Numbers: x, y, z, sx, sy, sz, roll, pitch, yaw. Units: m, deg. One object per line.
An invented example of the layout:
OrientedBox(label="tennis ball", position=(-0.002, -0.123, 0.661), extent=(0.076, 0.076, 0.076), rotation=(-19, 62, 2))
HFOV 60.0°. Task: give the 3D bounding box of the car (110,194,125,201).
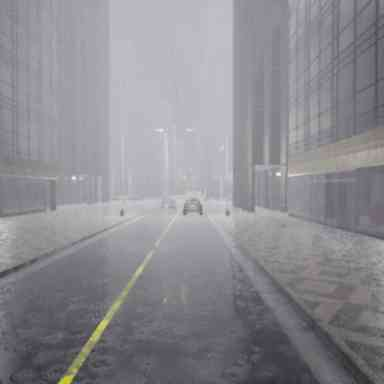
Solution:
OrientedBox(label="car", position=(-20.446, 1.754, 90.050), extent=(4.403, 1.369, 2.008), rotation=(0, 0, 0))

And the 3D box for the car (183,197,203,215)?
OrientedBox(label="car", position=(0.094, 1.462, 34.600), extent=(2.033, 1.649, 4.856), rotation=(0, -1, 0))

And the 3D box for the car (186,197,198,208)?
OrientedBox(label="car", position=(0.000, 1.577, 52.243), extent=(1.837, 1.490, 4.892), rotation=(0, 0, 0))

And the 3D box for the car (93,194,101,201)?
OrientedBox(label="car", position=(-25.970, 1.495, 90.031), extent=(5.009, 1.841, 2.192), rotation=(0, 0, 0))

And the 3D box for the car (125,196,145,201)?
OrientedBox(label="car", position=(-14.921, 1.772, 90.067), extent=(4.507, 1.381, 1.887), rotation=(0, 0, 0))

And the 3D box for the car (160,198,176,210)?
OrientedBox(label="car", position=(-3.082, 1.541, 43.086), extent=(2.128, 1.511, 4.902), rotation=(0, 0, 0))

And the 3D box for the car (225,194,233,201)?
OrientedBox(label="car", position=(12.121, 1.670, 90.146), extent=(5.009, 1.841, 2.192), rotation=(0, 0, 0))
